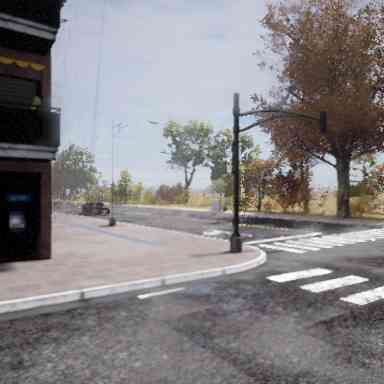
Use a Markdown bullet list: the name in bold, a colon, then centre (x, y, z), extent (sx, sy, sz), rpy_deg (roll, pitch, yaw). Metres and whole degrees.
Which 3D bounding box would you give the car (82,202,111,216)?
- **car**: centre (-10.558, 1.838, 36.507), extent (1.837, 1.490, 4.892), rpy_deg (0, 0, -38)
